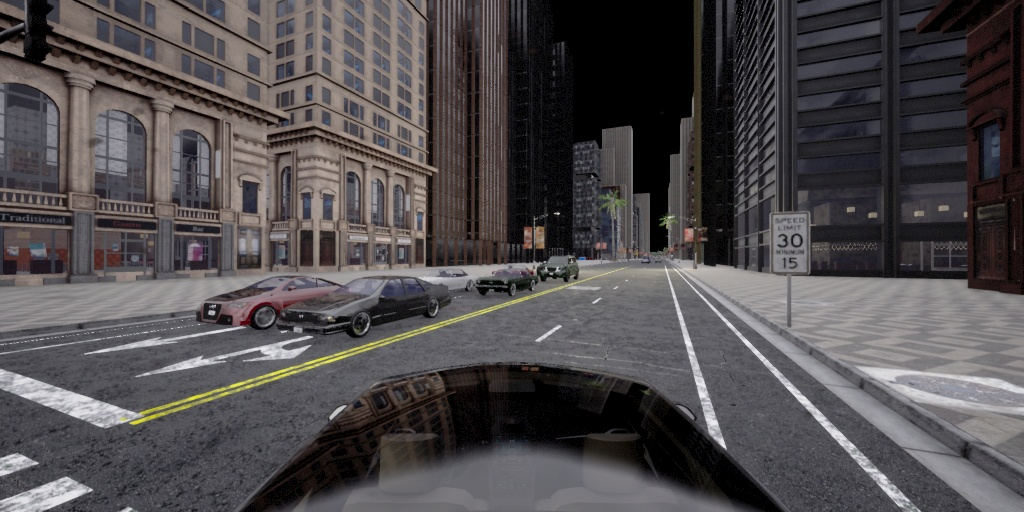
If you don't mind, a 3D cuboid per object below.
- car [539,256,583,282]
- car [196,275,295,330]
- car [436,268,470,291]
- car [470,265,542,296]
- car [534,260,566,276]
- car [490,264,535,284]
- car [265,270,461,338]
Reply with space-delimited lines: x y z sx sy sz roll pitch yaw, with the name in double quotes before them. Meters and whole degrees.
"car" 3.990 0.987 29.349 2.150 2.045 5.566 0 0 23
"car" -7.121 1.315 11.264 1.994 1.385 4.181 0 0 23
"car" -3.736 1.357 19.345 1.895 1.301 4.718 0 0 23
"car" -0.151 1.358 19.486 1.895 1.301 4.718 0 0 23
"car" 4.101 1.251 37.927 1.882 1.535 5.008 0 0 23
"car" 0.118 1.364 28.530 1.895 1.301 4.718 0 0 23
"car" -3.861 1.299 10.644 2.033 1.411 5.357 0 0 23
